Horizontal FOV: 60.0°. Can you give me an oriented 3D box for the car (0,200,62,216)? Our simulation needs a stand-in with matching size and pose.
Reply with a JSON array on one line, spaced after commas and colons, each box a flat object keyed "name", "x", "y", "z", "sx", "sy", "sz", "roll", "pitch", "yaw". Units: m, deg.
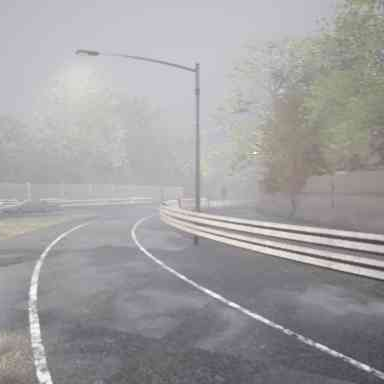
[{"name": "car", "x": -15.379, "y": 1.482, "z": 31.922, "sx": 5.357, "sy": 1.411, "sz": 2.033, "roll": 0, "pitch": 0, "yaw": -42}]
